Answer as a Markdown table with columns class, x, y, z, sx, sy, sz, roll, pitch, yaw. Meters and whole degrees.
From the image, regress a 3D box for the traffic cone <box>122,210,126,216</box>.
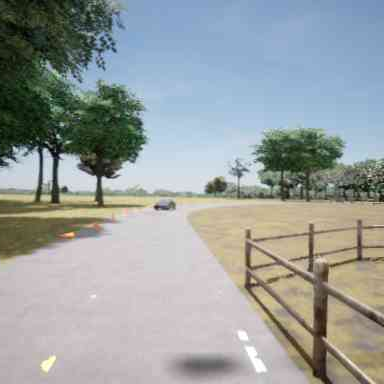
| class | x | y | z | sx | sy | sz | roll | pitch | yaw |
| --- | --- | --- | --- | --- | --- | --- | --- | --- | --- |
| traffic cone | -6.250 | 1.888 | 30.569 | 0.340 | 0.580 | 0.340 | 1 | 0 | 0 |

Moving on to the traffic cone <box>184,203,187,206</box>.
| class | x | y | z | sx | sy | sz | roll | pitch | yaw |
| --- | --- | --- | --- | --- | --- | --- | --- | --- | --- |
| traffic cone | -1.058 | 1.995 | 55.881 | 0.340 | 0.580 | 0.340 | 1 | 0 | 23 |

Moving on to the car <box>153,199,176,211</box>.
| class | x | y | z | sx | sy | sz | roll | pitch | yaw |
| --- | --- | --- | --- | --- | --- | --- | --- | --- | --- |
| car | -3.270 | 1.541 | 41.410 | 2.033 | 1.411 | 5.357 | 1 | 0 | 10 |
